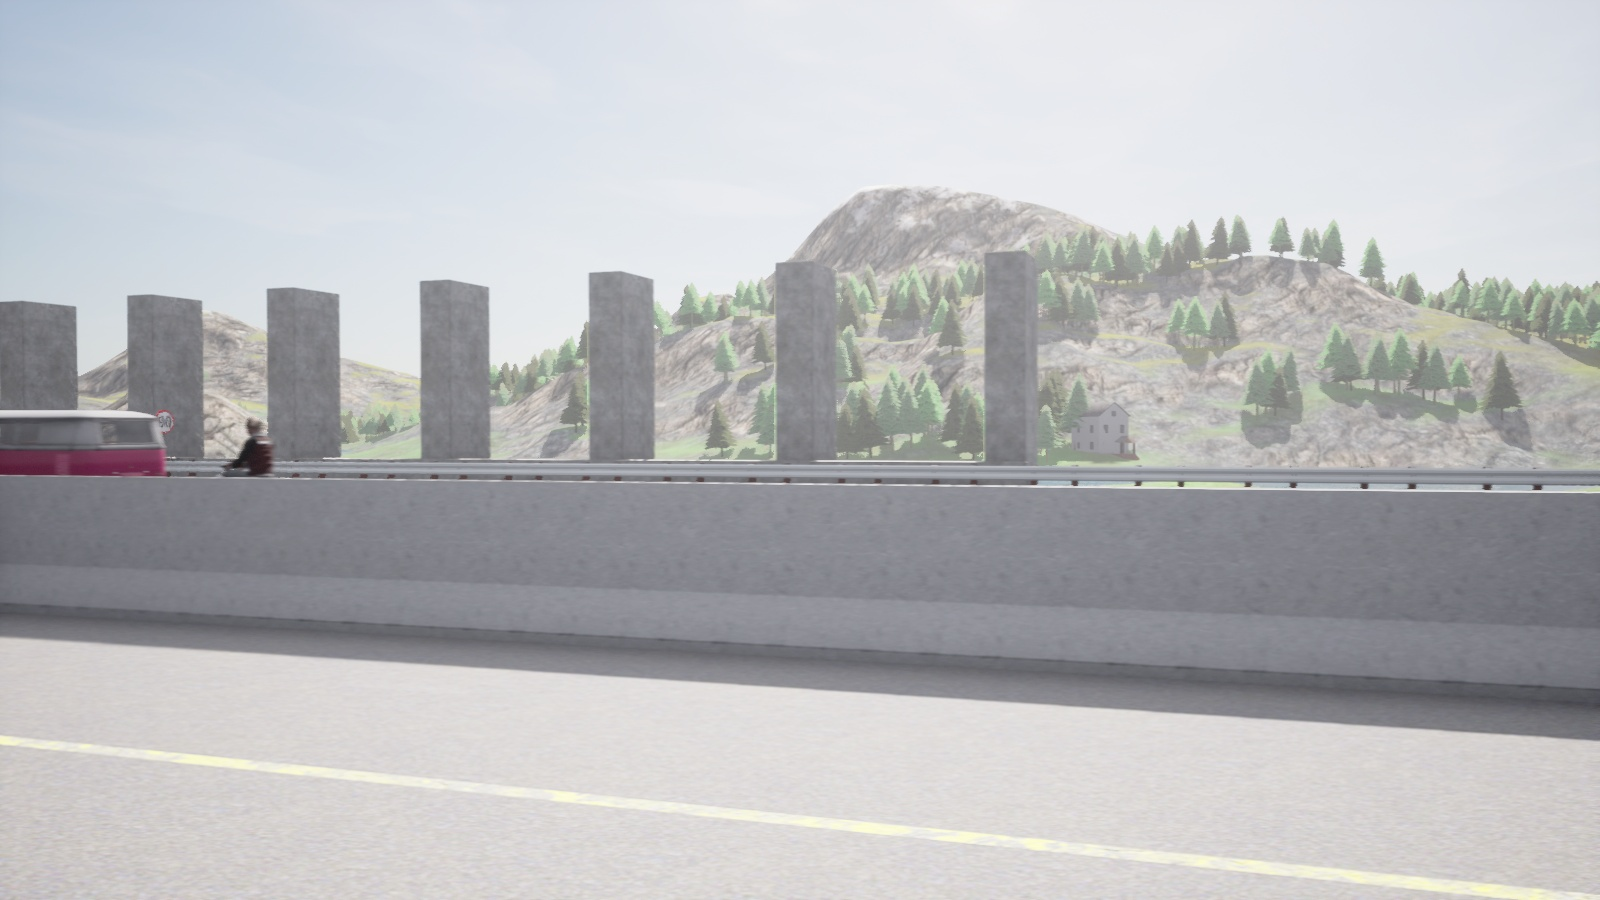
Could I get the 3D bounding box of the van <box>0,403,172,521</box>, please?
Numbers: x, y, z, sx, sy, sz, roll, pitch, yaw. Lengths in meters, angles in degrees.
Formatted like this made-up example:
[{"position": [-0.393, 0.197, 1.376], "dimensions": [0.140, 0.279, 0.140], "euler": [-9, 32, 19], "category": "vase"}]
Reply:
[{"position": [-13.768, 0.165, 22.655], "dimensions": [4.442, 1.987, 1.775], "euler": [1, 1, 19], "category": "van"}]
